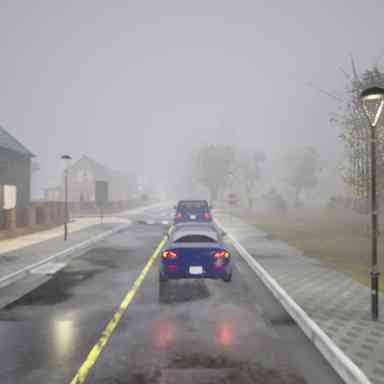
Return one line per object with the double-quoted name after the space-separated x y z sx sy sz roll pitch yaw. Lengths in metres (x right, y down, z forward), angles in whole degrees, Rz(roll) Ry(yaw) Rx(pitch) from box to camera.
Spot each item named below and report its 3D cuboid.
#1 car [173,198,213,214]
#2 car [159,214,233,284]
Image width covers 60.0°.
0.066 1.371 19.378 2.150 2.045 5.566 0 0 0 "car"
0.089 1.598 9.725 1.812 1.442 4.674 0 0 0 "car"
